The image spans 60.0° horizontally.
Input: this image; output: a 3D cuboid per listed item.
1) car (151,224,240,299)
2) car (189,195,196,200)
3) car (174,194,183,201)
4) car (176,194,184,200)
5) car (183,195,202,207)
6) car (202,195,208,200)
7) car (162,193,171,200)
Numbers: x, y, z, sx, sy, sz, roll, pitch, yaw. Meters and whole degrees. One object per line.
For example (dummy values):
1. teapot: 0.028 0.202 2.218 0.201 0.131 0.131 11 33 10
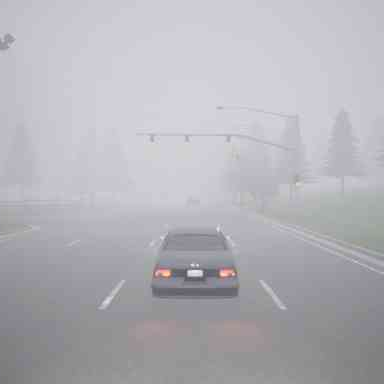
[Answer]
1. car: 0.078 1.546 8.652 2.033 1.411 5.357 0 0 1
2. car: 0.135 1.526 94.167 2.033 1.411 5.357 0 0 0
3. car: -3.380 1.504 83.755 1.812 1.442 4.674 0 0 0
4. car: -3.365 1.344 93.759 2.128 1.511 4.902 0 0 0
5. car: 0.073 1.344 52.691 2.097 1.767 4.553 0 0 0
6. car: 3.635 1.486 94.162 1.837 1.490 4.892 0 0 0
7. car: -6.870 1.212 90.457 2.150 2.045 5.566 0 0 0
